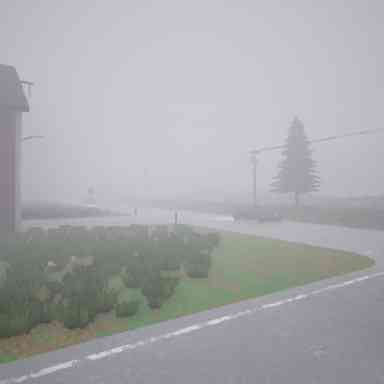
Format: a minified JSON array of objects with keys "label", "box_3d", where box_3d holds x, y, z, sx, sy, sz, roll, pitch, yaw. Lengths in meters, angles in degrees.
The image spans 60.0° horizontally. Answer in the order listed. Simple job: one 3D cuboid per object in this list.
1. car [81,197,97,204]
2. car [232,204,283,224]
[{"label":"car","box_3d":[-18.124,1.596,58.467,1.994,1.385,4.181,0,0,-30]},{"label":"car","box_3d":[4.831,1.569,25.136,1.994,1.385,4.181,0,0,-30]}]
